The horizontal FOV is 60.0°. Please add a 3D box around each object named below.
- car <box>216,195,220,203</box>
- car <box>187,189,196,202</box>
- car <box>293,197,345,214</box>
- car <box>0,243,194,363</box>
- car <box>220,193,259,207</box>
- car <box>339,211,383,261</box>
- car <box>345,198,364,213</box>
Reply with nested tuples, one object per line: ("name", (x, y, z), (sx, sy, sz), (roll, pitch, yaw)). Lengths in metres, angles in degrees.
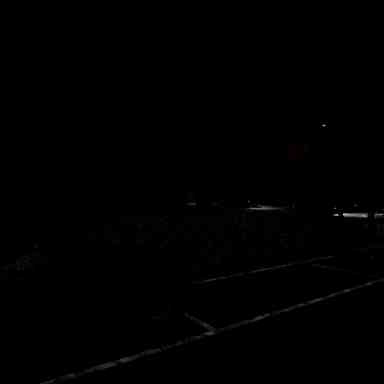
("car", (5.372, 0.906, 46.178), (2.128, 1.511, 4.902), (0, 1, -35))
("car", (-1.546, 0.506, 50.419), (2.150, 2.045, 5.566), (0, 1, -35))
("car", (11.716, 1.244, 31.452), (1.994, 1.385, 4.181), (0, 1, -35))
("car", (-2.070, 1.545, 5.165), (4.507, 1.381, 1.887), (0, 0, -35))
("car", (5.876, 1.027, 39.787), (1.812, 1.442, 4.674), (0, 1, -35))
("car", (6.827, 1.552, 11.443), (4.403, 1.369, 2.008), (0, 0, -35))
("car", (14.577, 1.218, 33.035), (1.812, 1.442, 4.674), (0, 1, -35))
